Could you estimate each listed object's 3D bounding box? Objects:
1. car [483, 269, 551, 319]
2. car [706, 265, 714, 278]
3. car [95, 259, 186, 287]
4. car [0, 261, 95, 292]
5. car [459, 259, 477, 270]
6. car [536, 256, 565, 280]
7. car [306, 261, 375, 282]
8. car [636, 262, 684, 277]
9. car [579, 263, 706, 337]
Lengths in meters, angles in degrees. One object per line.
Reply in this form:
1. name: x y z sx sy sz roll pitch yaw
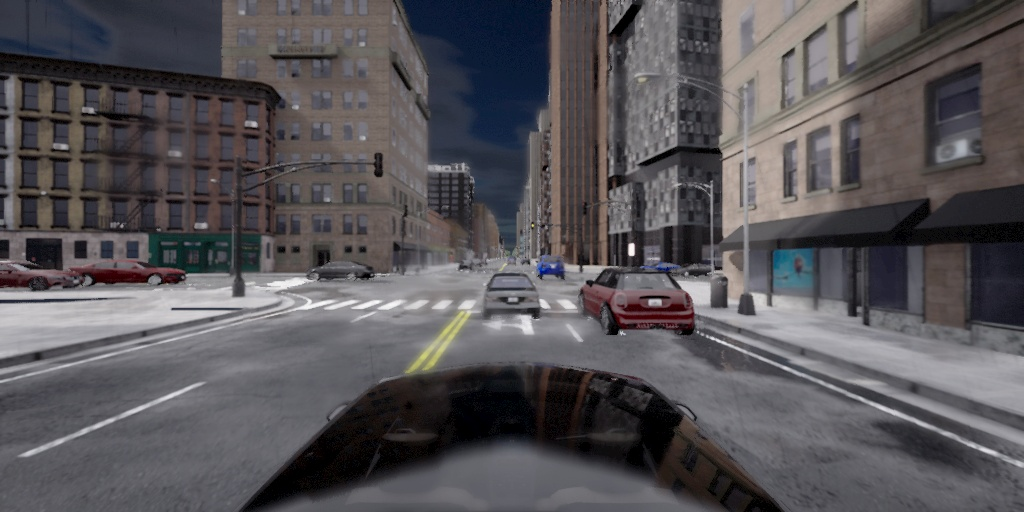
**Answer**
1. car: -0.074 1.307 12.834 2.033 1.411 5.357 0 0 -2
2. car: 19.313 1.541 38.536 4.892 1.490 1.837 0 0 -16
3. car: -22.311 0.979 20.996 5.008 1.535 1.882 1 -1 -17
4. car: -23.861 0.981 17.131 4.674 1.442 1.812 1 0 -17
5. car: -6.587 1.303 52.137 1.837 1.490 4.892 0 0 -1
6. car: 3.354 1.018 31.736 2.150 2.045 5.566 1 -1 0
7. car: -12.678 1.139 26.558 4.892 1.490 1.837 0 -2 6
8. car: 17.063 1.517 41.281 5.008 1.535 1.882 0 0 -16
9. car: 3.346 1.110 10.508 2.097 1.767 4.553 0 0 0
